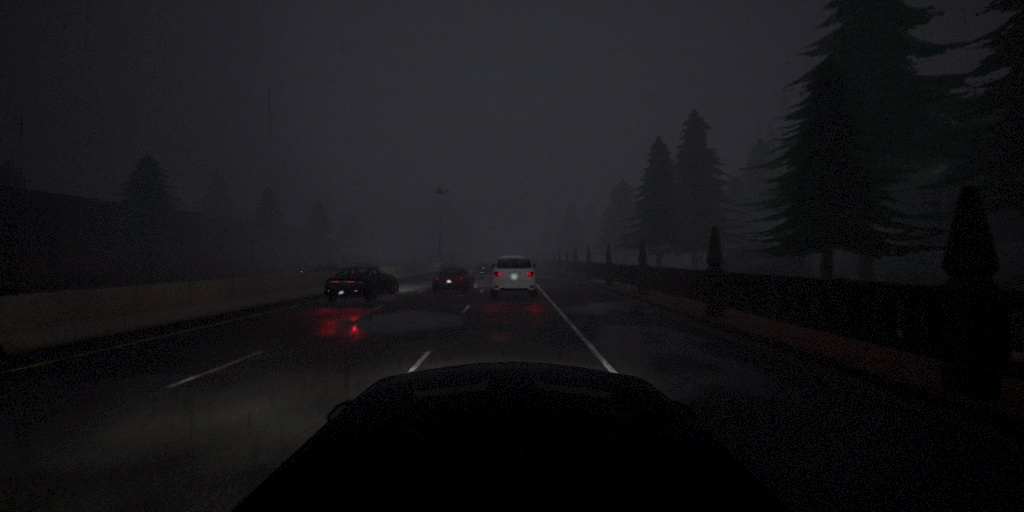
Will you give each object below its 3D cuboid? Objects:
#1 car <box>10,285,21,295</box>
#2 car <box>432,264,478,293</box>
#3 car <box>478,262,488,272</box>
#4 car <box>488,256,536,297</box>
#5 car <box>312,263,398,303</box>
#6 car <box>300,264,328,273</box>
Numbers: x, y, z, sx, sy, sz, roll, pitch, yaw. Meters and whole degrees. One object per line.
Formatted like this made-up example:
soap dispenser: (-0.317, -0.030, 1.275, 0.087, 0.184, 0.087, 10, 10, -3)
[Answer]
car: (-21.099, 1.375, 12.429, 1.895, 1.301, 4.718, 0, 0, 0)
car: (-3.403, 1.358, 21.343, 1.994, 1.385, 4.181, 0, 0, 0)
car: (-3.405, 1.411, 44.789, 1.994, 1.385, 4.181, 0, 0, 0)
car: (0.096, 1.012, 19.229, 2.150, 2.045, 5.566, 0, 0, 0)
car: (-6.902, 1.276, 16.935, 2.128, 1.511, 4.902, 0, 0, 0)
car: (-17.505, 1.434, 33.151, 1.895, 1.301, 4.718, 0, 0, 0)
